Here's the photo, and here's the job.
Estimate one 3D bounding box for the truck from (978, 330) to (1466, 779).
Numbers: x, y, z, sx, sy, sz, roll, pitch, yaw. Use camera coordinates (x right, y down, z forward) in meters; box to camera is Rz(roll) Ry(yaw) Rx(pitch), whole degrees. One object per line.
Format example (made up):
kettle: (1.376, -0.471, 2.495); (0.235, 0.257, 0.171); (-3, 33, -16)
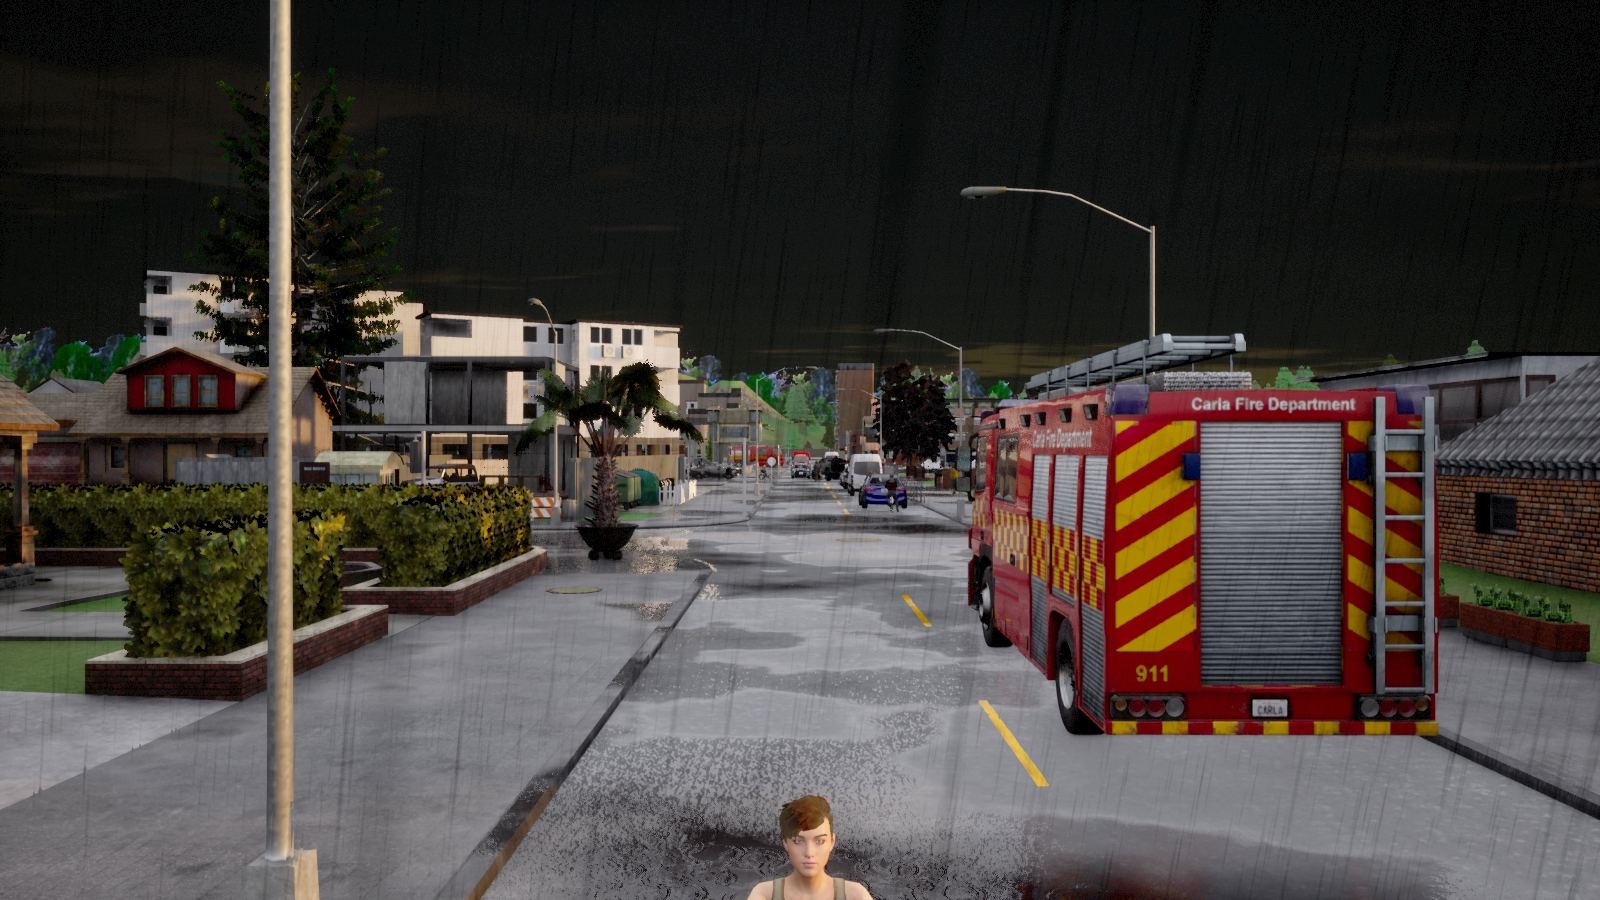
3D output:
truck: (4.261, 0.890, 13.995); (2.891, 3.827, 8.468); (0, 0, 0)

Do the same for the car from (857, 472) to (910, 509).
car: (4.046, 1.967, 56.171); (2.242, 1.667, 4.611); (0, 0, 0)

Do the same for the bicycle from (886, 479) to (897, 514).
bicycle: (4.077, 2.060, 50.936); (0.329, 1.471, 1.835); (0, 0, 0)

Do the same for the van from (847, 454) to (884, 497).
van: (4.045, 1.534, 71.355); (1.988, 2.561, 5.915); (0, 0, 0)

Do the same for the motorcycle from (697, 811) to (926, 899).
motorcycle: (0.039, 2.155, 3.558); (0.764, 1.307, 2.356); (0, 0, 0)

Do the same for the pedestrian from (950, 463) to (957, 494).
pedestrian: (9.300, 1.744, 69.237); (0.375, 1.860, 0.375); (0, 0, 0)
